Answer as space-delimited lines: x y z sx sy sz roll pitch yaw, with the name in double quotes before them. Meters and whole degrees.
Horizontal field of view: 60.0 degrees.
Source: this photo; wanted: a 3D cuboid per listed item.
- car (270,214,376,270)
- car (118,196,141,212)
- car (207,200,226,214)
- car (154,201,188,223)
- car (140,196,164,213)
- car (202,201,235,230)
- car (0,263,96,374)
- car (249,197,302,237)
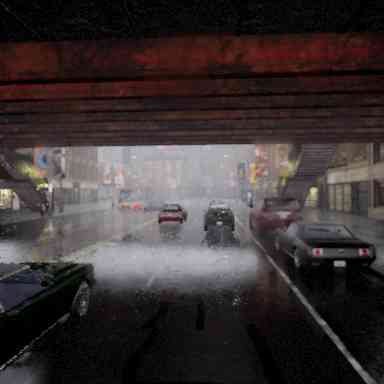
"car" 4.055 1.621 11.046 1.895 1.301 4.718 0 0 3
"car" -7.692 1.541 41.499 2.097 1.767 4.553 0 0 4
"car" 2.801 1.681 37.987 2.033 1.411 5.357 0 0 4
"car" -1.461 1.671 26.407 1.994 1.385 4.181 0 0 4
"car" -4.326 1.519 39.347 2.097 1.767 4.553 0 0 4
"car" 1.732 1.579 21.565 1.837 1.490 4.892 0 -1 3
"car" -2.986 1.630 4.595 1.895 1.301 4.718 0 0 4
"car" 4.490 1.281 18.431 2.435 2.045 5.566 0 0 3
